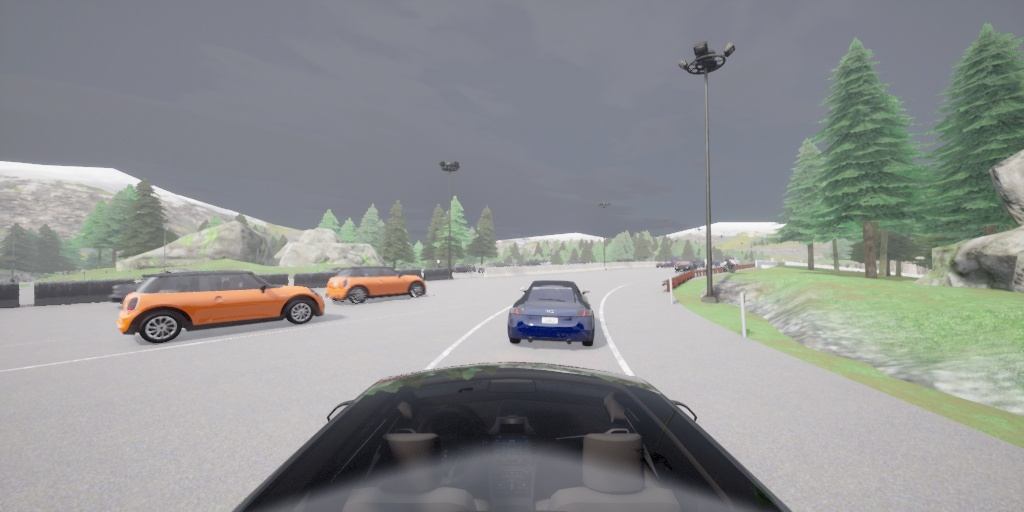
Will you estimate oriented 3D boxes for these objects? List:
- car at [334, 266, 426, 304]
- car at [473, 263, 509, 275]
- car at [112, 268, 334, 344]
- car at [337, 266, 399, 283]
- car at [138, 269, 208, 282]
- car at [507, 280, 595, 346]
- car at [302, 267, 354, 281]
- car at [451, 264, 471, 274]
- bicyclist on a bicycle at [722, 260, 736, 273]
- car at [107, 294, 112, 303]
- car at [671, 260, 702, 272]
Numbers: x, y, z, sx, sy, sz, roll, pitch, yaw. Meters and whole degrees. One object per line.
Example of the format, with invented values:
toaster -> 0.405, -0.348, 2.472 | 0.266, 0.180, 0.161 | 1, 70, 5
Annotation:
car -> -6.481, 1.258, 17.592 | 2.097, 1.767, 4.553 | -1, -1, 40
car -> -2.619, 1.750, 49.671 | 1.882, 1.535, 5.008 | -2, -1, 40
car -> -8.008, 1.196, 10.340 | 2.097, 1.767, 4.553 | -1, -1, 40
car -> -14.260, 1.801, 35.834 | 2.033, 1.411, 5.357 | -2, -1, 40
car -> -37.672, 2.129, 40.004 | 5.357, 1.411, 2.033 | 0, -1, -12
car -> 1.108, 1.329, 9.579 | 1.994, 1.385, 4.181 | 0, 0, 9
car -> -20.237, 1.979, 39.592 | 1.895, 1.301, 4.718 | -1, 0, 40
car -> -7.878, 1.956, 54.292 | 2.033, 1.411, 5.357 | -1, -1, 40
bicyclist on a bicycle -> 25.981, 1.259, 43.225 | 1.656, 1.620, 0.582 | 0, 0, 33
car -> -15.699, 1.588, 17.499 | 2.033, 1.411, 5.357 | -1, -1, 40
car -> 23.034, 1.490, 47.238 | 1.895, 1.301, 4.718 | -1, -1, 40
